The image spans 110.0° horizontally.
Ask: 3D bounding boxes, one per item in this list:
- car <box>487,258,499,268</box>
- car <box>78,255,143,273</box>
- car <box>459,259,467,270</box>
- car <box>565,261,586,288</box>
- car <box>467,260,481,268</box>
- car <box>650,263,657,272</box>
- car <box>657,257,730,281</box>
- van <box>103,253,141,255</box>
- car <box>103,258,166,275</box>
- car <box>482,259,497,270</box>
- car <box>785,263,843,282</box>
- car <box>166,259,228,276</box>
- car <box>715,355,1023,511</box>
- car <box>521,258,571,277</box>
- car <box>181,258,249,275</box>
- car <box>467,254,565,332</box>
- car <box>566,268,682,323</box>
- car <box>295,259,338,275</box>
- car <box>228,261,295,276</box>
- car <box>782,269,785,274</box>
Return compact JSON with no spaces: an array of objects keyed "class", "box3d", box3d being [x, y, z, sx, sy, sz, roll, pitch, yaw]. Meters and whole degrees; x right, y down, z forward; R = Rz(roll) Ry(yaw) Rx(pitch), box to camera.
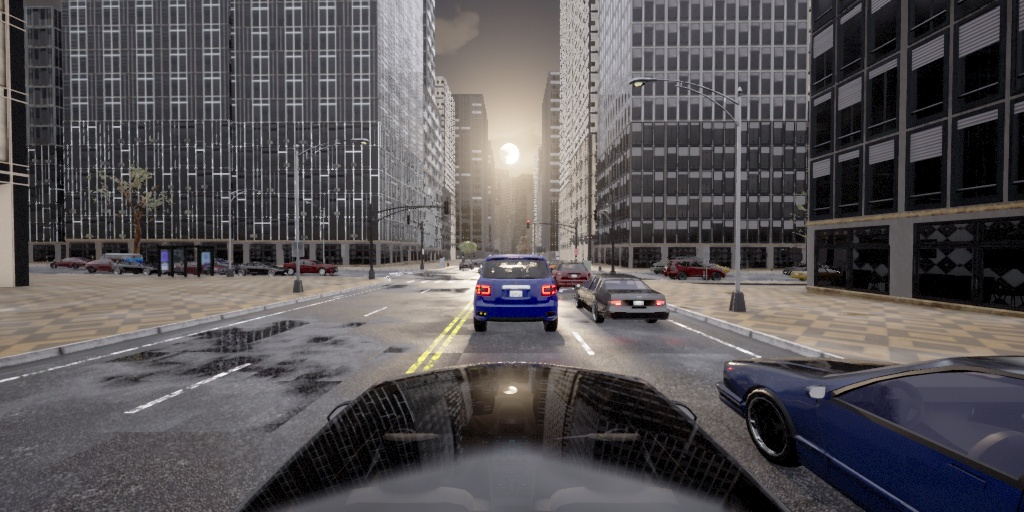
[{"class":"car","box3d":[-3.319,1.180,62.985,1.882,1.535,5.008,0,0,0]},{"class":"car","box3d":[-39.541,0.936,35.659,4.674,1.442,1.812,1,1,1]},{"class":"car","box3d":[-6.602,1.220,52.481,1.837,1.490,4.892,0,0,-1]},{"class":"car","box3d":[3.349,1.092,21.424,2.097,1.767,4.553,0,0,0]},{"class":"car","box3d":[-6.571,1.304,62.784,1.895,1.301,4.718,0,0,0]},{"class":"car","box3d":[17.618,1.093,37.827,5.566,2.045,2.150,0,1,1]},{"class":"car","box3d":[16.193,1.268,32.075,5.009,1.841,2.192,0,0,1]},{"class":"van","box3d":[-45.288,0.604,41.571,3.998,1.789,1.690,0,0,1]},{"class":"car","box3d":[-34.097,1.068,32.911,4.313,1.339,1.948,0,0,1]},{"class":"car","box3d":[-3.336,1.191,53.372,1.882,1.535,5.008,0,0,0]},{"class":"car","box3d":[27.641,1.578,31.878,4.829,1.417,1.751,0,0,1]},{"class":"car","box3d":[-28.416,1.137,32.737,4.207,1.307,1.802,0,0,1]},{"class":"car","box3d":[3.350,1.297,1.837,2.033,1.411,5.357,0,0,1]},{"class":"car","box3d":[3.444,1.131,36.119,4.553,1.767,2.097,0,1,-22]},{"class":"car","box3d":[-29.269,0.995,35.446,4.902,1.511,2.128,1,1,1]},{"class":"car","box3d":[0.097,0.967,11.014,2.150,2.045,5.566,0,0,0]},{"class":"car","box3d":[3.350,1.293,12.017,2.033,1.411,5.357,0,0,0]},{"class":"car","box3d":[-19.766,1.068,35.252,5.008,1.535,1.882,1,1,0]},{"class":"car","box3d":[-22.732,1.173,32.604,4.313,1.339,1.948,0,0,1]},{"class":"car","box3d":[31.177,1.498,37.590,4.892,1.490,1.837,1,1,1]}]
